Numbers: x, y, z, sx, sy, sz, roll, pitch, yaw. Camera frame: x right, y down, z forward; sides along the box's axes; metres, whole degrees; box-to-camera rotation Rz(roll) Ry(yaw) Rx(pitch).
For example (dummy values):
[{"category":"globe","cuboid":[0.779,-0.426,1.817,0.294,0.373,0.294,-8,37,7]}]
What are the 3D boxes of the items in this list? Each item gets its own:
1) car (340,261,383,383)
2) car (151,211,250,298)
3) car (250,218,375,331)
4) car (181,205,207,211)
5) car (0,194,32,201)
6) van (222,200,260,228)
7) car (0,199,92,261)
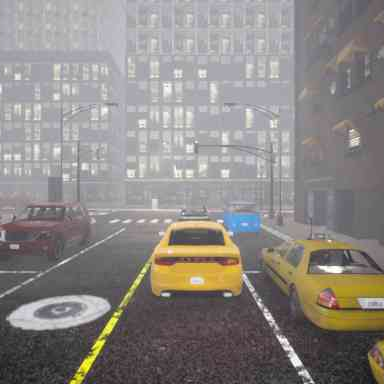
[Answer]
[{"category":"car","cuboid":[2.570,1.526,1.337,1.752,1.417,4.829,0,0,0]},{"category":"car","cuboid":[0.108,1.479,8.588,1.882,1.535,5.008,0,0,0]},{"category":"car","cuboid":[2.576,1.527,6.977,1.752,1.417,4.829,0,0,0]},{"category":"car","cuboid":[0.125,1.497,19.059,2.128,1.511,4.902,0,0,0]},{"category":"car","cuboid":[-20.833,1.112,38.090,5.009,1.841,2.192,1,-1,0]},{"category":"van","cuboid":[2.588,1.346,18.088,1.690,1.788,3.998,0,0,0]},{"category":"car","cuboid":[-5.298,1.318,12.457,2.192,1.841,5.009,0,0,0]}]
